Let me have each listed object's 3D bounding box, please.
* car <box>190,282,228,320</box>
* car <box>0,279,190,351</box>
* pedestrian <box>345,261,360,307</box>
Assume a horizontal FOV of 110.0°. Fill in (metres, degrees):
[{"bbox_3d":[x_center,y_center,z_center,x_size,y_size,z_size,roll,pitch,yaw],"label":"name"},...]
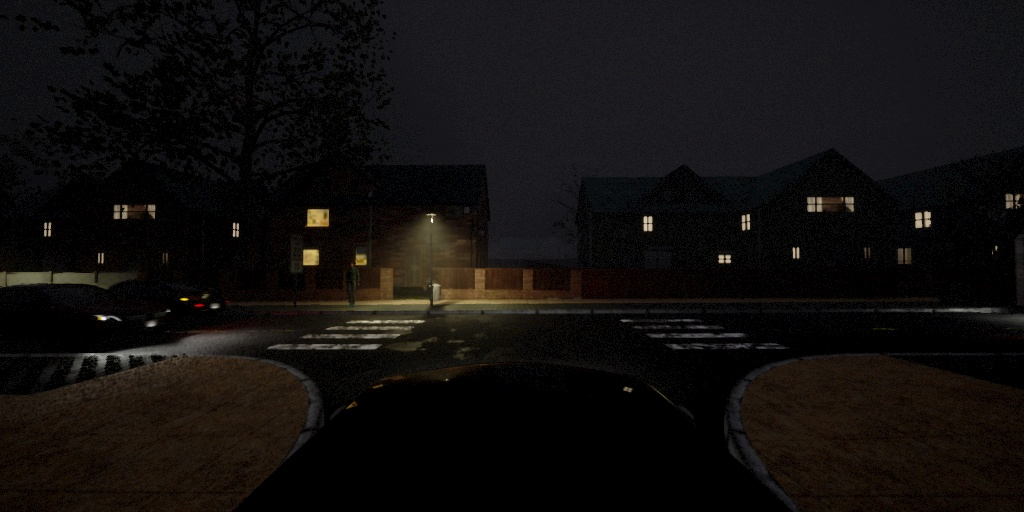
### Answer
[{"bbox_3d":[-11.949,1.479,11.725,4.674,1.442,1.812,-1,-1,2],"label":"car"},{"bbox_3d":[-11.055,1.394,8.748,4.674,1.442,1.812,-1,-1,2],"label":"car"},{"bbox_3d":[-6.467,1.113,14.482,0.375,1.860,0.375,0,-1,2],"label":"pedestrian"}]
